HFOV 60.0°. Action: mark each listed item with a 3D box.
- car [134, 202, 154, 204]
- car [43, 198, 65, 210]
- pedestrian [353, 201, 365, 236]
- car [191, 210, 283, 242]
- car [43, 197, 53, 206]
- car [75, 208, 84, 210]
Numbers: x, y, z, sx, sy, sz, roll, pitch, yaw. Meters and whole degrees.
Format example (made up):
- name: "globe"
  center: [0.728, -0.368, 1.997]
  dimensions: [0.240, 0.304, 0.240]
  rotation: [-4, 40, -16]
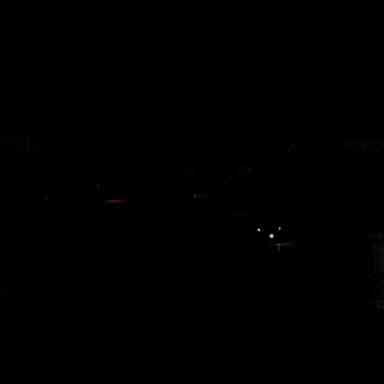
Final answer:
- name: "car"
  center: [-3.576, 1.573, 25.327]
  dimensions: [2.097, 1.767, 4.553]
  rotation: [2, -2, -36]
- name: "car"
  center: [-22.927, 1.984, 55.058]
  dimensions: [2.097, 1.767, 4.553]
  rotation: [2, -2, -40]
- name: "pedestrian"
  center: [8.909, 1.386, 17.817]
  dimensions: [0.375, 1.860, 0.375]
  rotation: [1, -1, -35]
- name: "car"
  center: [2.100, 1.647, 17.298]
  dimensions: [2.033, 1.411, 5.357]
  rotation: [2, -2, -35]
- name: "car"
  center: [-19.377, 1.793, 46.327]
  dimensions: [2.150, 2.045, 5.566]
  rotation: [2, -2, -39]
- name: "car"
  center: [-9.976, 1.842, 34.043]
  dimensions: [1.837, 1.490, 4.892]
  rotation: [2, -2, -37]
